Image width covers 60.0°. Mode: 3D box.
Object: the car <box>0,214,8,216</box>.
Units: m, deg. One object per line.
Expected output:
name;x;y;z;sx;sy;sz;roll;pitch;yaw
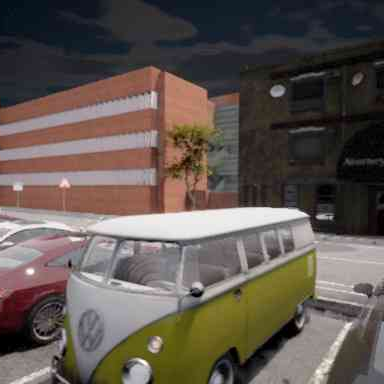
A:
car;-8.981;1.199;11.369;2.185;1.767;4.553;1;1;36

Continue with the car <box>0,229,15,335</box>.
car;-2.061;1.499;6.463;2.002;1.452;4.674;1;1;36

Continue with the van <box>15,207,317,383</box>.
van;0.281;1.254;4.651;1.878;1.987;4.442;0;0;36

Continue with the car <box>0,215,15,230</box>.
car;-4.365;1.457;8.114;2.002;1.452;4.674;1;1;36
